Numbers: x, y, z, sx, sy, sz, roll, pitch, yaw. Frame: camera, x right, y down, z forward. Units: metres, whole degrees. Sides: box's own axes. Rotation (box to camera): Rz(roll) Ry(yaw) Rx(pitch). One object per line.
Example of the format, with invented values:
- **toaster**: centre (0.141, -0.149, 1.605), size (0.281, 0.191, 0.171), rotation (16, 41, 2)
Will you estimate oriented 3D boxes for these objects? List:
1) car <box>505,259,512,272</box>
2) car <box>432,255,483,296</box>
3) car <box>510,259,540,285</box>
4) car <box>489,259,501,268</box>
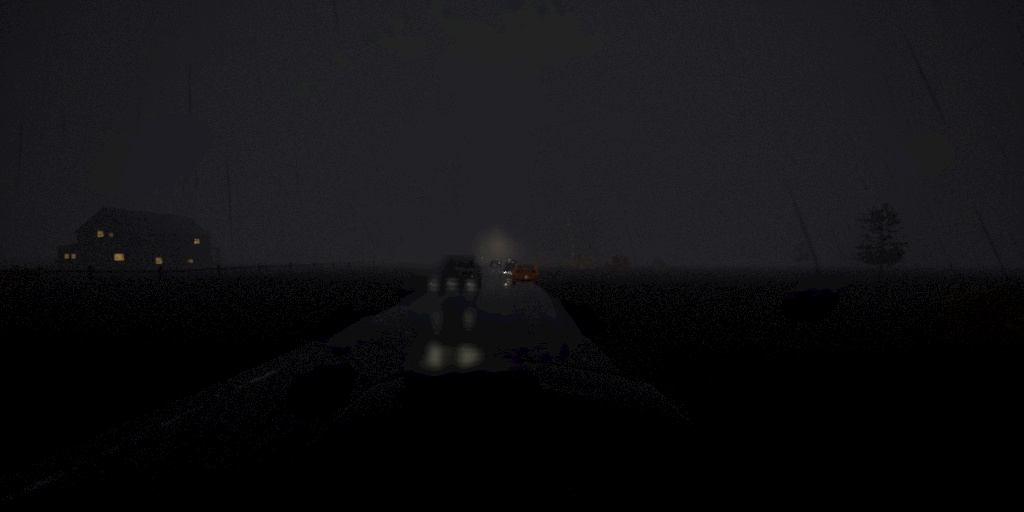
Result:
- **car**: centre (0.024, 1.275, 47.868), size (2.128, 1.511, 4.902), rotation (0, 0, 0)
- **car**: centre (-2.855, 0.977, 19.802), size (2.150, 2.045, 5.566), rotation (0, 0, 0)
- **car**: centre (0.954, 1.240, 26.325), size (1.882, 1.535, 5.008), rotation (0, 0, 0)
- **car**: centre (-2.809, 1.289, 61.363), size (2.128, 1.511, 4.902), rotation (0, 0, 1)
